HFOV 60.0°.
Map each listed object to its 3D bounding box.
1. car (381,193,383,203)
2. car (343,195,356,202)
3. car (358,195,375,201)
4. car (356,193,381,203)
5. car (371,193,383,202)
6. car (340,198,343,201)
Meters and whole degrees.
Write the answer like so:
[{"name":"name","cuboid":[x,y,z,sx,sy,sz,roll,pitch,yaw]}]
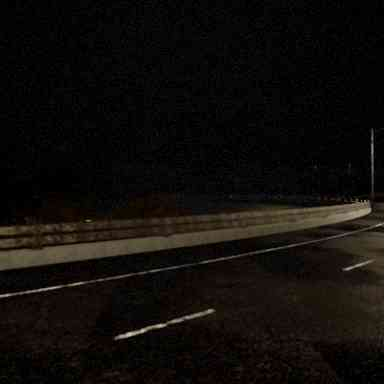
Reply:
[{"name":"car","cuboid":[42.291,1.423,72.748,2.150,2.045,5.566,0,0,8]},{"name":"car","cuboid":[40.118,1.563,82.857,1.837,1.490,4.892,0,0,2]},{"name":"car","cuboid":[43.668,1.550,83.382,1.882,1.535,5.008,0,0,2]},{"name":"car","cuboid":[38.800,1.424,73.144,2.150,2.045,5.566,0,0,8]},{"name":"car","cuboid":[47.155,1.286,83.107,2.150,2.045,5.566,0,0,2]},{"name":"car","cuboid":[40.360,1.619,86.648,2.097,1.767,4.553,0,0,2]}]
